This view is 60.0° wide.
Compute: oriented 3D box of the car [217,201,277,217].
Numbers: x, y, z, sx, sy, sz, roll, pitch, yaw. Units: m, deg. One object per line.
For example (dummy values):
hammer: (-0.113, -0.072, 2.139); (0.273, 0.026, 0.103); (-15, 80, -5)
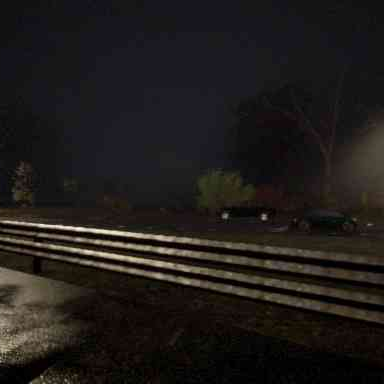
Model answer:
car: (4.423, 1.425, 26.994); (5.008, 1.535, 1.882); (0, 0, 14)

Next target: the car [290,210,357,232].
car: (8.724, 1.879, 22.269); (4.181, 1.385, 1.994); (0, 0, 14)
